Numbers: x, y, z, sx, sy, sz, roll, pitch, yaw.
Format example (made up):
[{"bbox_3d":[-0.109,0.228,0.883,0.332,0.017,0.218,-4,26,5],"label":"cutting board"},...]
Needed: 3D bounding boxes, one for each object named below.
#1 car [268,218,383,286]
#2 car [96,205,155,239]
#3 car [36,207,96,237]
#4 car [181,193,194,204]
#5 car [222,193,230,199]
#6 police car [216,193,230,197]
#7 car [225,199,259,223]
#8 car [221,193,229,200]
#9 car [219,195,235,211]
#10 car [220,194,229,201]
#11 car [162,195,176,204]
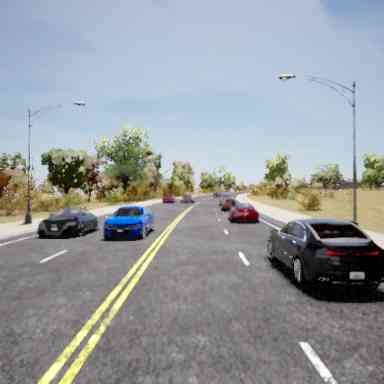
[{"bbox_3d":[3.442,1.482,9.286,1.837,1.490,4.892,0,0,1],"label":"car"},{"bbox_3d":[-3.101,1.430,17.127,1.882,1.535,5.008,0,0,2],"label":"car"},{"bbox_3d":[-6.343,1.515,17.437,1.994,1.385,4.181,0,0,2],"label":"car"},{"bbox_3d":[-0.771,1.121,58.836,2.097,1.767,4.553,0,0,5],"label":"car"},{"bbox_3d":[9.484,1.036,92.693,1.837,1.490,4.892,0,0,8],"label":"car"},{"bbox_3d":[5.030,1.321,49.224,2.038,1.542,4.974,0,0,4],"label":"police car"},{"bbox_3d":[3.854,1.488,25.216,1.994,1.385,4.181,0,0,2],"label":"car"},{"bbox_3d":[8.118,1.119,81.852,1.837,1.490,4.892,0,0,7],"label":"car"},{"bbox_3d":[4.338,1.396,38.320,1.812,1.442,4.674,0,0,3],"label":"car"},{"bbox_3d":[6.920,1.194,70.993,1.837,1.490,4.892,0,0,6],"label":"car"},{"bbox_3d":[-4.022,1.249,58.963,1.882,1.535,5.008,0,0,5],"label":"car"}]
